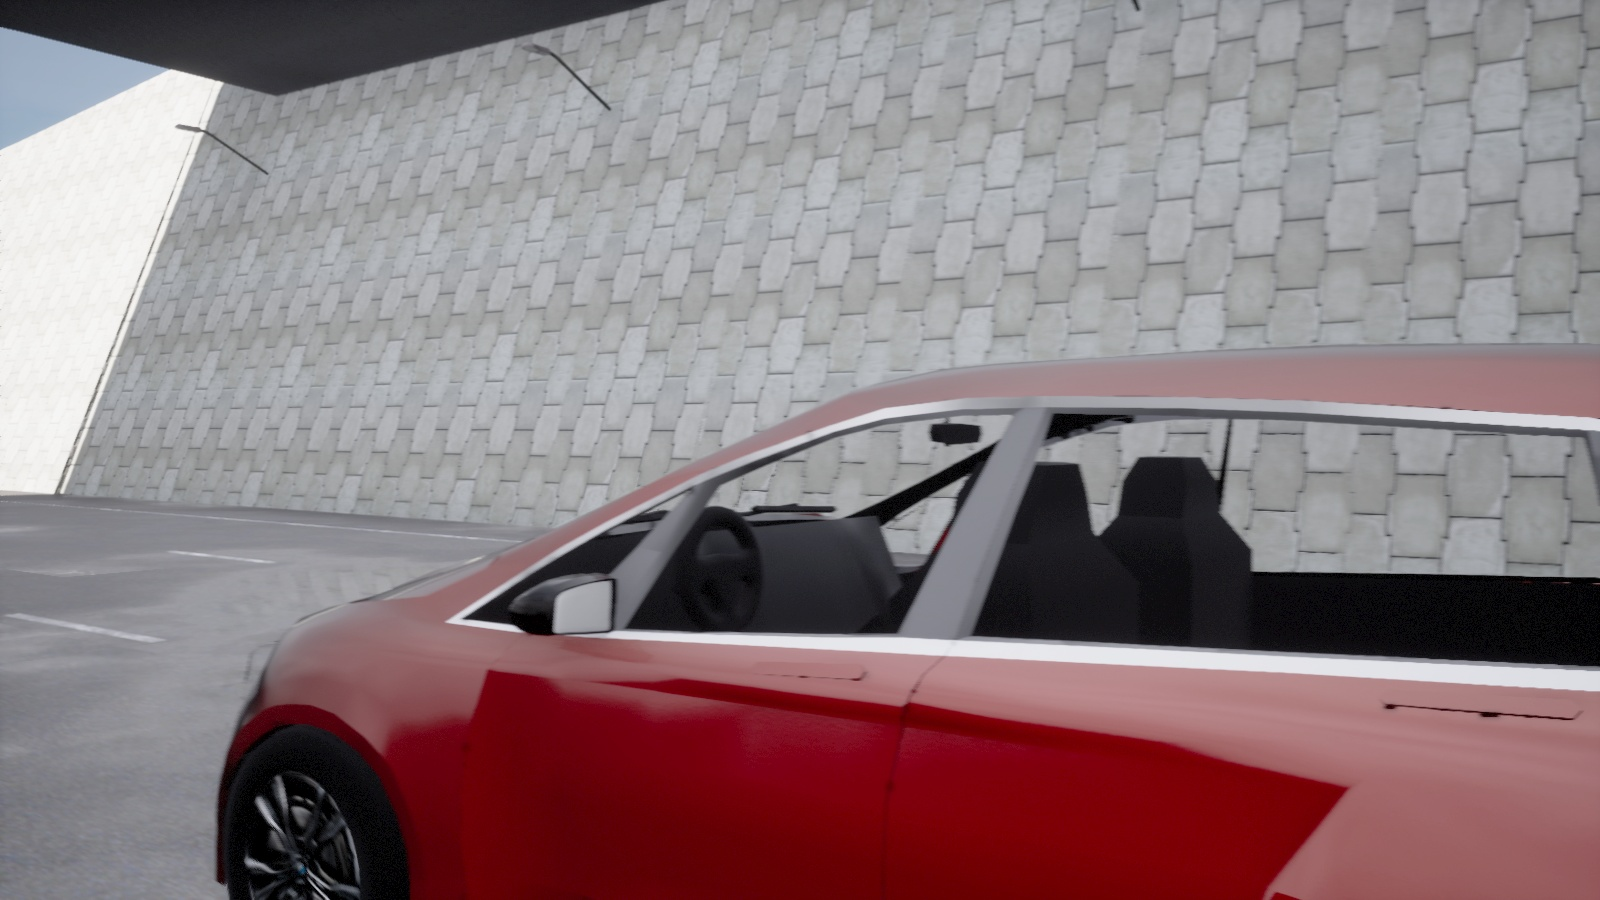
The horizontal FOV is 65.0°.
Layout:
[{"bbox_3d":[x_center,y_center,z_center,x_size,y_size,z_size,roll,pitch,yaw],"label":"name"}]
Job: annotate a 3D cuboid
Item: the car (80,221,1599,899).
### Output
[{"bbox_3d":[0.458,0.526,3.316,4.611,1.667,2.242,0,1,34],"label":"car"}]
